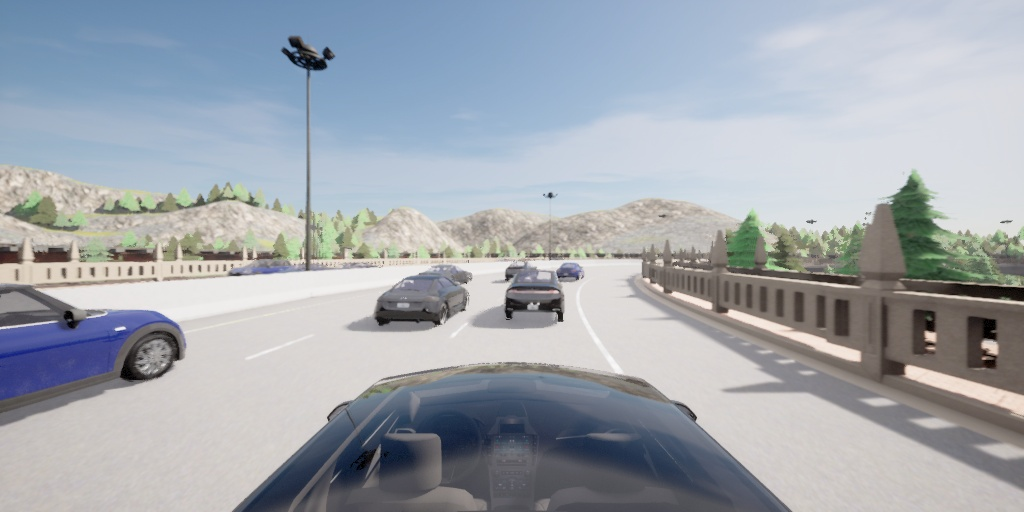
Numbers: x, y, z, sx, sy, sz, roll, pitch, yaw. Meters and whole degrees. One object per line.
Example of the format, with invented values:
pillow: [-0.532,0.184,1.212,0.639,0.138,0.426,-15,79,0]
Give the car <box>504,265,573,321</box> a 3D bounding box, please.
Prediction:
car: [0.875,1.234,12.537,2.128,1.511,4.902,0,0,7]

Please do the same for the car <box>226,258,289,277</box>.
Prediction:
car: [-18.131,1.057,26.168,2.097,1.767,4.553,0,0,14]

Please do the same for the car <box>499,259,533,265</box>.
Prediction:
car: [0.875,1.220,28.907,2.128,1.511,4.902,0,0,17]

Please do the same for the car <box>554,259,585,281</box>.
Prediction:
car: [4.934,1.258,30.086,1.812,1.442,4.674,0,0,18]

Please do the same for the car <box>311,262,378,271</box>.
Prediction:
car: [-11.237,1.207,25.074,2.128,1.511,4.902,0,0,14]

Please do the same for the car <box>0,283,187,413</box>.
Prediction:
car: [-6.767,1.091,4.345,2.097,1.767,4.553,0,0,2]

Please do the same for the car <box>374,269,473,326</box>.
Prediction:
car: [-2.734,1.302,11.700,1.994,1.385,4.181,0,0,6]

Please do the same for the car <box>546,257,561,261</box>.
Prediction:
car: [7.298,1.059,63.829,2.097,1.767,4.553,0,0,38]

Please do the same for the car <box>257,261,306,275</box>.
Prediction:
car: [-14.758,1.258,25.634,2.033,1.411,5.357,0,0,13]

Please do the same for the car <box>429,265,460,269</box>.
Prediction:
car: [-4.281,1.273,23.572,2.033,1.411,5.357,0,0,14]

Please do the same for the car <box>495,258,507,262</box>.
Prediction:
car: [-1.503,1.188,63.691,2.128,1.511,4.902,0,0,35]
